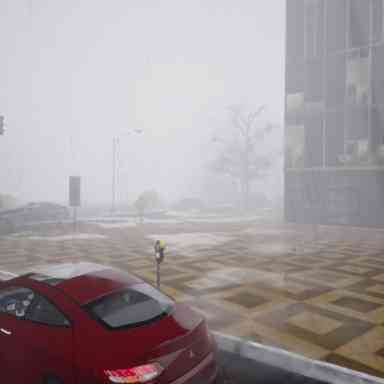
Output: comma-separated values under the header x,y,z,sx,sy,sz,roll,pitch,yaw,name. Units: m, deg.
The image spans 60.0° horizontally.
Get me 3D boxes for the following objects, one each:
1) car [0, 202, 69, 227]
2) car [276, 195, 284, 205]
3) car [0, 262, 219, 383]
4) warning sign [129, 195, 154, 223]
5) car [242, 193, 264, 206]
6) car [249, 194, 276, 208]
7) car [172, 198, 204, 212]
x,y,z,sx,sy,sz,roll,pitch,yaw,name
-10.808,1.443,22.576,2.128,1.511,4.902,1,1,34,car
15.268,1.274,55.067,2.097,1.767,4.553,1,1,34,car
-1.660,1.581,4.209,4.206,1.307,1.802,0,1,36,car
-3.488,1.141,22.950,1.300,1.860,1.060,1,1,34,warning sign
9.965,1.201,52.642,2.150,2.045,5.566,1,1,34,car
9.709,1.467,46.892,1.812,1.442,4.674,1,1,35,car
-0.357,1.446,37.785,1.812,1.442,4.674,1,1,35,car
